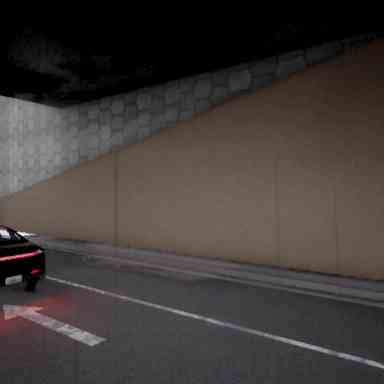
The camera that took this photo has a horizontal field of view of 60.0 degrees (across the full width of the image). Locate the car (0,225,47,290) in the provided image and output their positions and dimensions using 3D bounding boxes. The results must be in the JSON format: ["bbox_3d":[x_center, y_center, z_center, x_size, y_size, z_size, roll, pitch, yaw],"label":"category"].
[{"bbox_3d":[-5.403,1.484,7.805,4.902,1.511,2.128,0,0,35],"label":"car"}]
